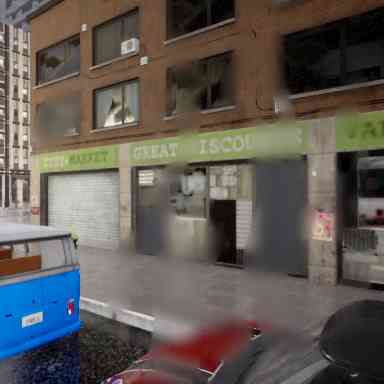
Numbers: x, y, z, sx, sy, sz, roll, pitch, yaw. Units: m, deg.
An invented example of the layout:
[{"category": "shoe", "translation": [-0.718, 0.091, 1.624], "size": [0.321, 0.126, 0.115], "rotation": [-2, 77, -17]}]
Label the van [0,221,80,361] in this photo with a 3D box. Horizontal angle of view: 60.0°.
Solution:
[{"category": "van", "translation": [-3.485, 1.343, 5.197], "size": [3.998, 1.788, 1.690], "rotation": [0, 0, 35]}]

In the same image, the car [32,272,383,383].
[{"category": "car", "translation": [1.155, 1.440, 1.903], "size": [4.097, 1.590, 1.967], "rotation": [0, 0, 35]}]
